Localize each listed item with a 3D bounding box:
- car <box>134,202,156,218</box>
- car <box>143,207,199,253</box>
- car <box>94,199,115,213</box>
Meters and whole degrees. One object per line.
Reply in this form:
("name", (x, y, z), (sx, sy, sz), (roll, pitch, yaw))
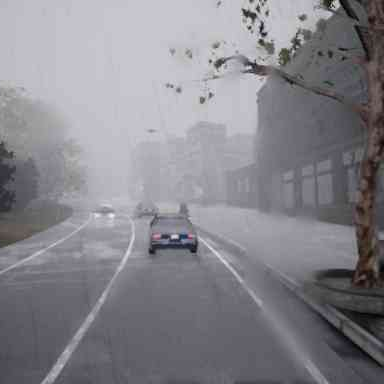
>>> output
("car", (-4.320, 1.643, 31.174), (2.033, 1.411, 5.357), (1, -1, -16))
("car", (-0.887, 1.577, 13.829), (2.033, 1.411, 5.357), (1, 0, -7))
("car", (-9.756, 1.554, 36.999), (1.812, 1.442, 4.674), (2, 0, -19))
